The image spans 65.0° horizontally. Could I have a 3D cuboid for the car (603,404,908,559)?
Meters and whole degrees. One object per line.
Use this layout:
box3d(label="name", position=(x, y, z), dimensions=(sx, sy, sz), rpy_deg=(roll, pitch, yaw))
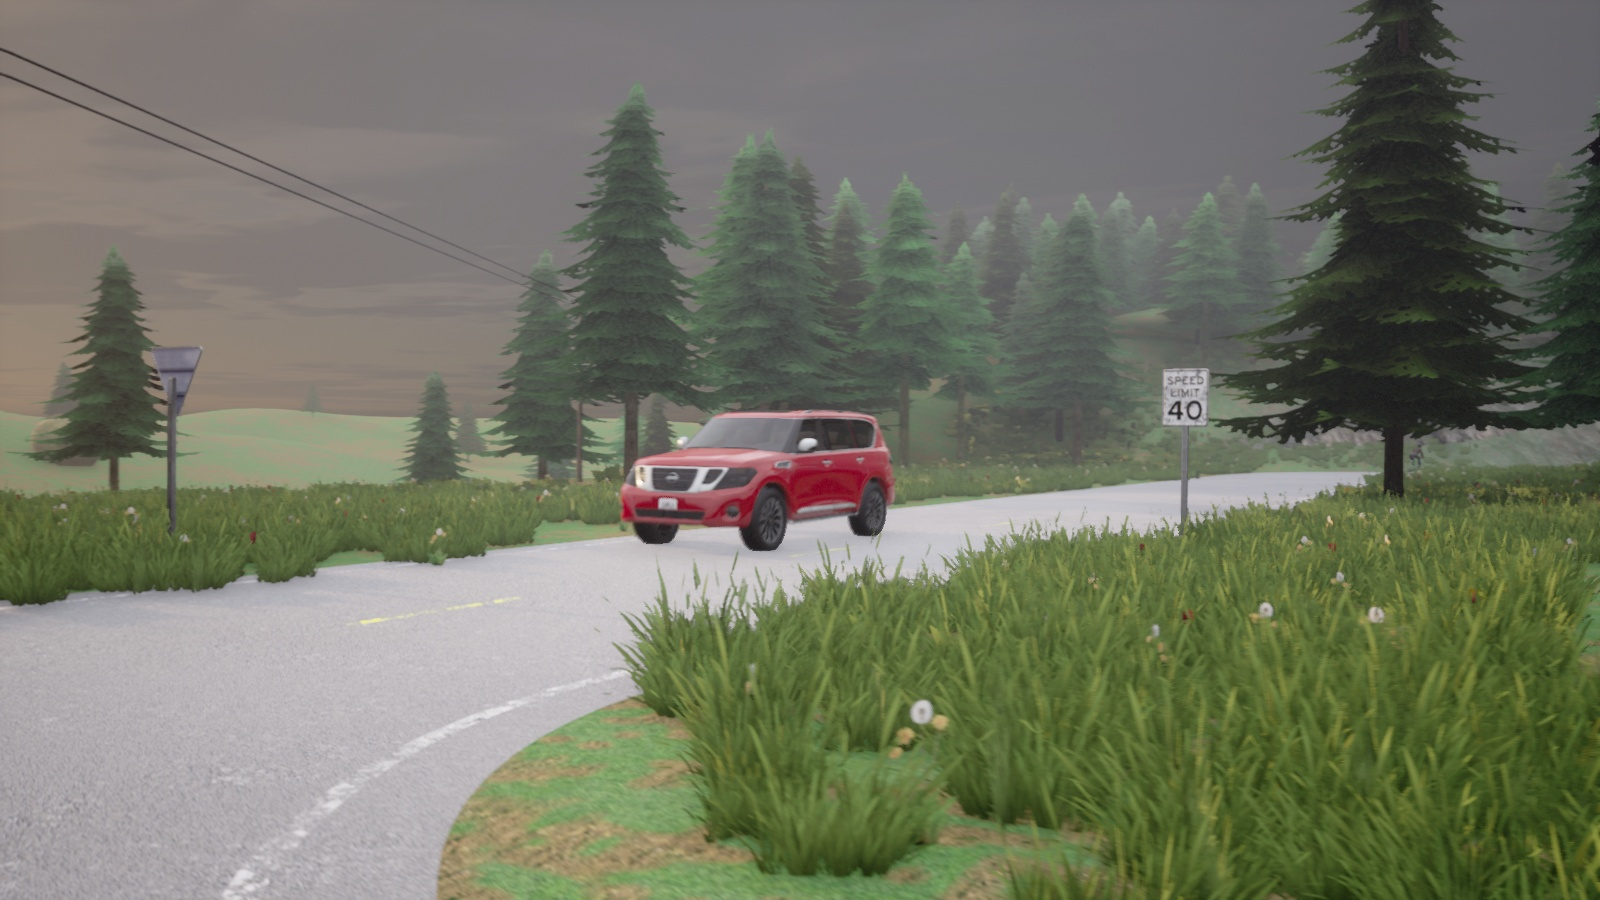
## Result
box3d(label="car", position=(-0.456, 0.381, 19.543), dimensions=(2.150, 2.045, 5.566), rpy_deg=(0, 1, 29))
